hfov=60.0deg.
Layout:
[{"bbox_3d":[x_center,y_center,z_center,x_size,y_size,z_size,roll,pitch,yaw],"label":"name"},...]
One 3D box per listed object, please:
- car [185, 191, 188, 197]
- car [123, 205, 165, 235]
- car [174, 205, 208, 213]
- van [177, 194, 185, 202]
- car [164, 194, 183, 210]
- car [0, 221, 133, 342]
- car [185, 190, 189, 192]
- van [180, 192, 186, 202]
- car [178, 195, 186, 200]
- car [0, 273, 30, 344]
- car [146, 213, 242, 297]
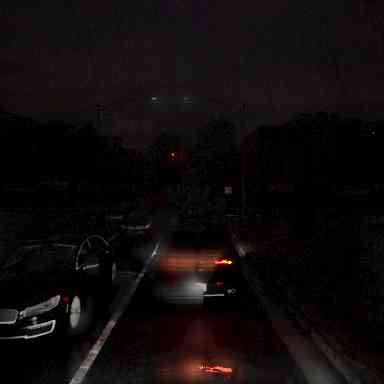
[{"bbox_3d":[-2.595,1.318,71.940,2.192,1.841,5.009,-1,0,0],"label":"car"},{"bbox_3d":[-2.642,1.584,17.463,1.802,1.307,4.206,-2,0,0],"label":"car"},{"bbox_3d":[0.147,1.604,18.652,1.895,1.301,4.718,0,0,1],"label":"car"},{"bbox_3d":[-2.587,1.313,77.476,1.690,1.788,3.998,-1,0,0],"label":"van"},{"bbox_3d":[-2.623,1.489,44.240,1.967,1.590,4.097,-2,0,0],"label":"car"},{"bbox_3d":[-2.653,1.549,6.568,2.008,1.369,4.403,-2,0,0],"label":"car"},{"bbox_3d":[-2.566,1.145,94.110,2.192,1.841,5.009,-1,1,0],"label":"car"},{"bbox_3d":[-2.599,1.369,66.396,1.690,1.788,3.998,-1,0,0],"label":"van"},{"bbox_3d":[-2.569,1.442,88.560,2.008,1.369,4.403,-1,0,0],"label":"car"},{"bbox_3d":[-2.658,1.550,1.120,2.008,1.369,4.403,-2,0,0],"label":"car"},{"bbox_3d":[0.111,1.503,8.521,1.837,1.490,4.892,0,0,0],"label":"car"}]
